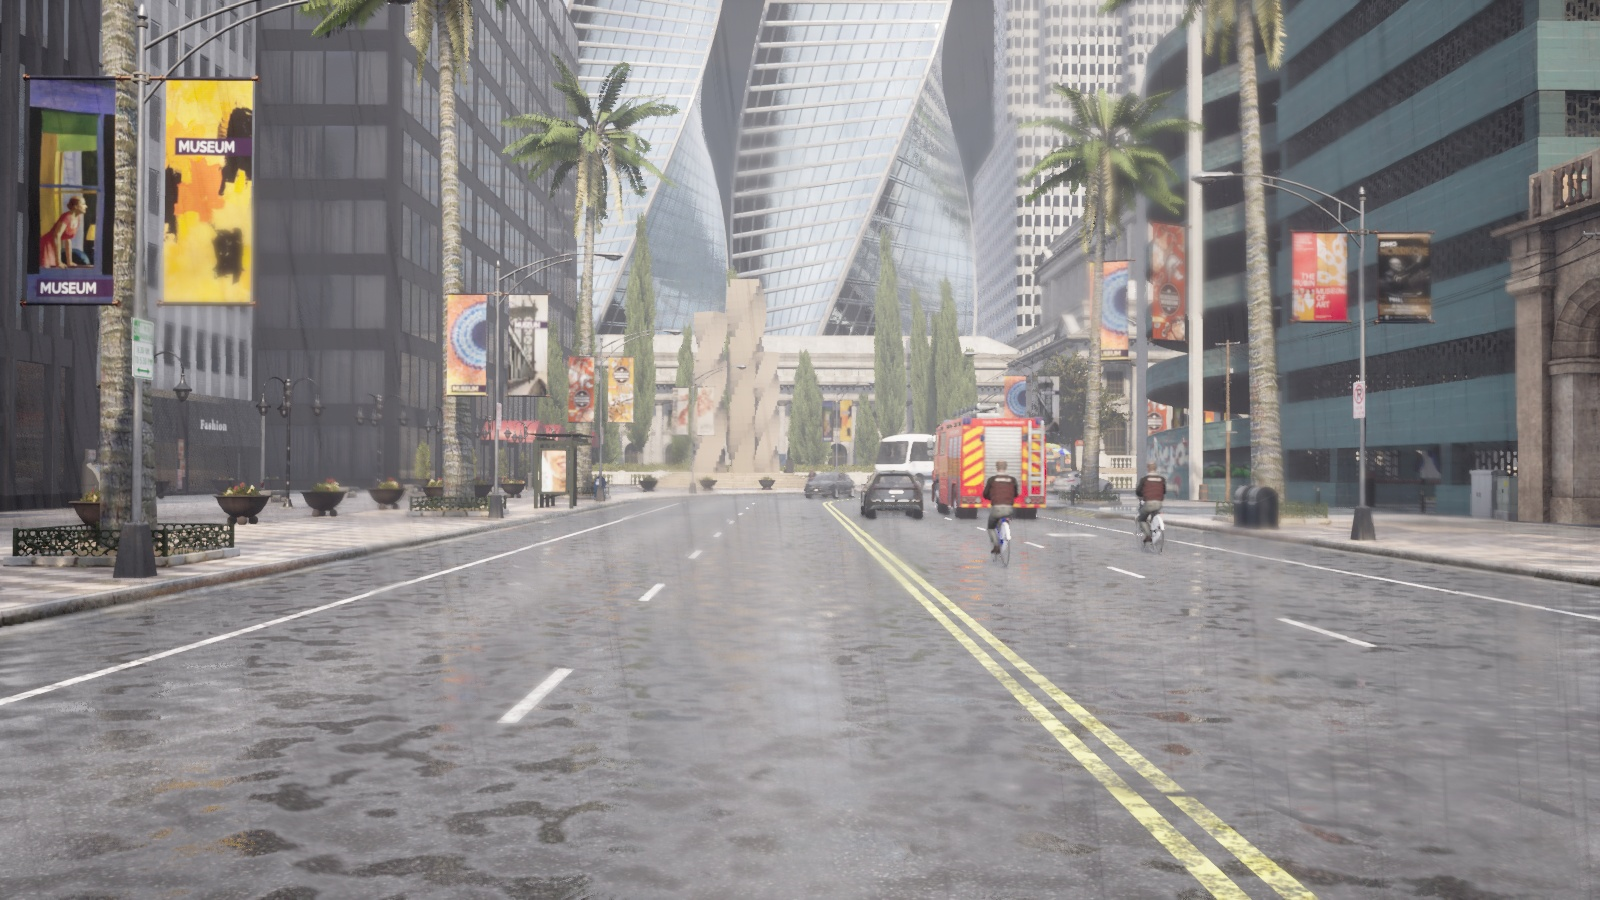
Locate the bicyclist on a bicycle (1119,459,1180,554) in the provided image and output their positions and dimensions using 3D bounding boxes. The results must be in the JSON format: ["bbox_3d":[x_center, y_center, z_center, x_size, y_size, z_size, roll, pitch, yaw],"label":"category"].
[{"bbox_3d":[6.807,1.069,24.551,0.659,1.776,1.843,0,-1,0],"label":"bicyclist on a bicycle"}]

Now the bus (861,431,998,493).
[{"bbox_3d":[9.480,0.923,90.925,10.273,4.253,3.944,1,-1,-41],"label":"bus"}]

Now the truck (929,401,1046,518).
[{"bbox_3d":[6.626,0.388,45.620,2.891,3.827,8.468,0,-1,0],"label":"truck"}]

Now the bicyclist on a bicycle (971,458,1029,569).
[{"bbox_3d":[3.336,1.025,21.060,0.659,1.776,1.843,0,-1,0],"label":"bicyclist on a bicycle"}]

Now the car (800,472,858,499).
[{"bbox_3d":[1.726,2.019,72.037,1.837,1.490,4.892,-1,-1,20],"label":"car"}]

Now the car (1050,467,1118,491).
[{"bbox_3d":[20.521,2.096,90.696,4.611,1.667,2.242,0,-1,-34],"label":"car"}]

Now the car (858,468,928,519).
[{"bbox_3d":[3.147,1.462,43.583,2.033,1.649,4.856,0,-1,0],"label":"car"}]
